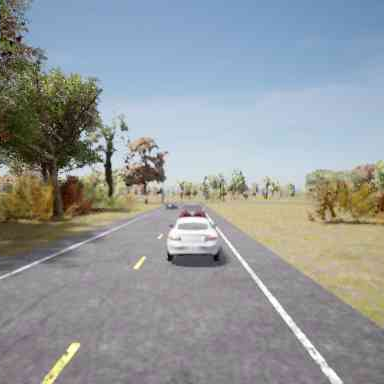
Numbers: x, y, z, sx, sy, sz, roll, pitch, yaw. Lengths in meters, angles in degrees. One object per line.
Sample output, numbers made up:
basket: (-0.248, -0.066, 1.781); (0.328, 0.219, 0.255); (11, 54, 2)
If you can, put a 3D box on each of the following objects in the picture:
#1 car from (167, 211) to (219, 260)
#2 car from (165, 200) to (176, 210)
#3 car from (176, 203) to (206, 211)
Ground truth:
car: (0.050, 1.687, 12.984); (1.812, 1.442, 4.674); (0, 0, 0)
car: (-3.561, 2.176, 56.669); (2.128, 1.511, 4.902); (0, -1, 0)
car: (0.044, 1.687, 27.200); (2.097, 1.767, 4.553); (0, -1, 0)
